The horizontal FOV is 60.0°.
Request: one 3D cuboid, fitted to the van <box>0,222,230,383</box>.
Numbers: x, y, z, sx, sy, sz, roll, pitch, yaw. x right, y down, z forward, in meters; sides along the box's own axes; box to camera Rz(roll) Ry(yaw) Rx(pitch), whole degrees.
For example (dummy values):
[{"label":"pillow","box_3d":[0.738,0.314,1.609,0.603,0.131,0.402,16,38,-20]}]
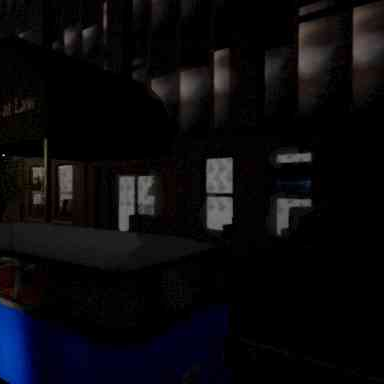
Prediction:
[{"label":"van","box_3d":[-1.516,1.333,3.948,3.998,1.788,1.690,0,0,35]}]
